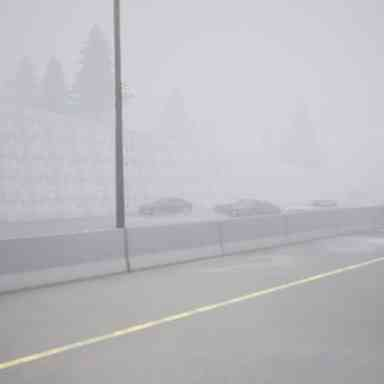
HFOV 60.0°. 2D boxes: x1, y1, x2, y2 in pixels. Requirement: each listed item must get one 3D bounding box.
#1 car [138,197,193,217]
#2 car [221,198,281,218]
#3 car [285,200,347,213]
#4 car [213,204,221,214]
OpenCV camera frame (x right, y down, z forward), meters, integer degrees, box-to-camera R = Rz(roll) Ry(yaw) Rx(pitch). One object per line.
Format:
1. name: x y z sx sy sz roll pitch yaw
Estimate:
1. car: -2.173 1.225 28.239 4.892 1.490 1.837 -1 1 -35
2. car: 4.576 1.220 24.442 4.181 1.385 1.994 -1 1 -35
3. car: 8.623 1.209 23.015 4.718 1.301 1.895 -1 1 -35
4. car: 4.063 1.221 28.365 4.718 1.301 1.895 -1 1 -35
